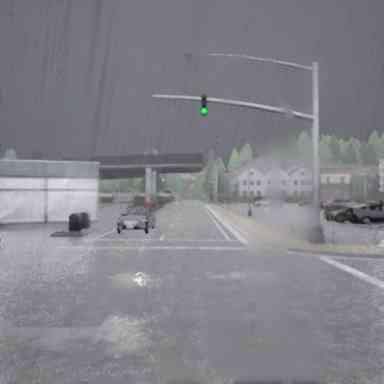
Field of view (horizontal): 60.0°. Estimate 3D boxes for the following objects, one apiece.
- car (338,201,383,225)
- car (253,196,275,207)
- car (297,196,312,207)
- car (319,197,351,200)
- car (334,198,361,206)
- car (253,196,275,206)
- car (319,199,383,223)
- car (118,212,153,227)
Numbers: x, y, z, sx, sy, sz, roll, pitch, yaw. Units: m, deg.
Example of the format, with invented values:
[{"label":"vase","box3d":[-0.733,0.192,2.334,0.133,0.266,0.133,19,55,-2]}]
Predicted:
[{"label":"car","box3d":[13.201,1.582,23.434,4.514,1.523,2.007,0,-1,0]},{"label":"car","box3d":[13.171,2.029,60.825,3.806,1.475,1.970,0,-1,0]},{"label":"car","box3d":[21.649,1.749,60.850,4.605,1.855,1.932,0,-1,0]},{"label":"car","box3d":[20.914,1.810,48.393,4.514,1.523,2.007,0,-1,0]},{"label":"car","box3d":[31.674,2.009,67.769,4.514,1.523,2.007,0,-1,0]},{"label":"car","box3d":[13.788,1.782,64.152,3.866,1.878,1.905,0,-1,0]},{"label":"car","box3d":[13.155,1.609,26.571,5.027,1.636,2.152,0,-1,0]},{"label":"car","box3d":[-3.333,1.611,20.515,2.128,1.511,4.902,0,-1,0]}]
